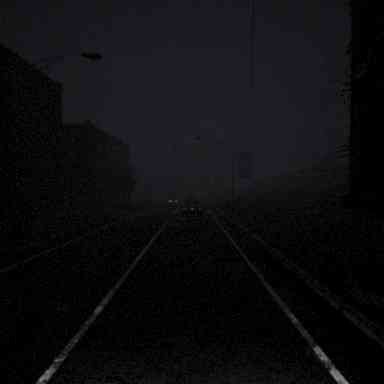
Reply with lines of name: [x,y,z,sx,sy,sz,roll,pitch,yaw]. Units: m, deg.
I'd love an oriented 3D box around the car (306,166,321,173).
car: [23.573,-3.990,61.329,2.163,1.488,4.792,0,1,-6]

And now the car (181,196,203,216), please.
car: [0.024,1.390,29.713,2.033,1.411,5.357,0,0,0]

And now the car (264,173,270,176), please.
car: [21.788,-4.707,89.118,2.231,1.521,4.892,0,1,-1]

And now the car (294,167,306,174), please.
car: [22.957,-4.292,67.018,2.185,1.767,4.553,0,1,-5]

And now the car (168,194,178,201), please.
car: [-4.275,1.190,73.565,2.033,1.411,5.357,0,-1,-7]

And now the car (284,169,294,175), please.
car: [22.492,-4.308,72.524,2.097,1.535,5.008,0,1,-4]

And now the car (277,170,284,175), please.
car: [22.143,-4.411,78.060,2.002,1.452,4.674,0,1,-2]

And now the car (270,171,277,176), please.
car: [21.913,-4.588,83.601,2.231,1.521,4.892,0,1,-1]

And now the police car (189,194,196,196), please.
police car: [0.041,1.163,59.710,2.038,1.542,4.974,0,0,0]

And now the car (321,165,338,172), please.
car: [24.272,-3.839,55.856,2.002,1.452,4.674,0,1,-7]

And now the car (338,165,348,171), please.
car: [25.074,-3.738,50.494,2.231,1.521,4.892,0,1,-8]
